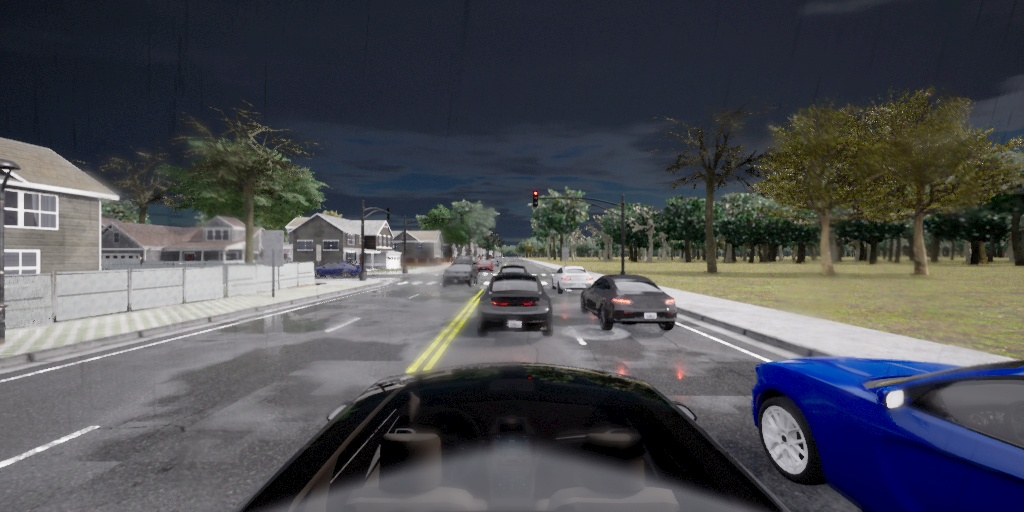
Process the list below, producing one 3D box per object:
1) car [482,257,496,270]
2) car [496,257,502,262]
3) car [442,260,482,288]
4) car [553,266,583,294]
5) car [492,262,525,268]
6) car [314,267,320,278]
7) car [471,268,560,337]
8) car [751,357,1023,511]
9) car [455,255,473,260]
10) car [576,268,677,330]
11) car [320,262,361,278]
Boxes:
[{"bbox_3d":[-3.299,1.211,44.206,1.882,1.535,5.008,0,0,0],"label":"car"},{"bbox_3d":[-3.258,1.206,62.419,2.128,1.511,4.902,0,0,0],"label":"car"},{"bbox_3d":[-3.331,1.223,23.736,1.882,1.535,5.008,0,0,0],"label":"car"},{"bbox_3d":[3.327,1.272,20.035,1.812,1.442,4.674,0,0,0],"label":"car"},{"bbox_3d":[0.074,1.251,19.709,1.837,1.490,4.892,0,0,0],"label":"car"},{"bbox_3d":[-19.716,1.267,30.756,4.902,1.511,2.128,0,0,0],"label":"car"},{"bbox_3d":[0.091,1.253,10.293,1.837,1.490,4.892,0,0,0],"label":"car"},{"bbox_3d":[3.350,1.228,1.615,1.882,1.535,5.008,0,0,0],"label":"car"},{"bbox_3d":[-6.552,0.948,49.445,2.150,2.045,5.566,0,0,0],"label":"car"},{"bbox_3d":[3.342,1.274,10.930,1.812,1.442,4.674,0,0,0],"label":"car"},{"bbox_3d":[-16.510,1.294,33.493,4.674,1.442,1.812,0,0,0],"label":"car"}]
